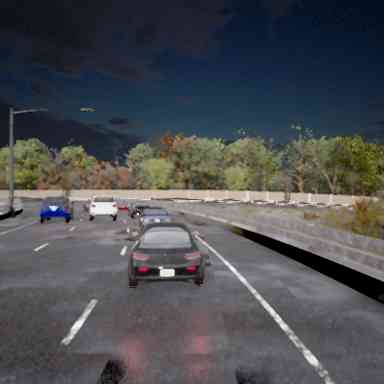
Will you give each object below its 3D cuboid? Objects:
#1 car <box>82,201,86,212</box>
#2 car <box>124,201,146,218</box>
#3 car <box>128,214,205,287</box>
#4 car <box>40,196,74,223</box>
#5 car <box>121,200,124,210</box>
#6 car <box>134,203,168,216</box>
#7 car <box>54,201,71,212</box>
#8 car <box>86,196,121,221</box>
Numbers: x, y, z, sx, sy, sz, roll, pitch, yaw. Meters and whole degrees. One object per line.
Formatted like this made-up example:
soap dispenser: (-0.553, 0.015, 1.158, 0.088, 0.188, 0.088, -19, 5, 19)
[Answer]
car: (-13.208, 1.769, 43.526, 2.033, 1.411, 5.357, 0, 0, -24)
car: (-5.110, 1.665, 31.868, 1.837, 1.490, 4.892, 0, 0, -16)
car: (-0.733, 1.572, 9.415, 1.812, 1.442, 4.674, 0, 0, -5)
car: (-10.965, 1.364, 27.213, 2.150, 2.045, 5.566, 0, 0, -16)
car: (-9.388, 1.782, 43.447, 1.994, 1.385, 4.181, 0, 0, -23)
car: (-2.402, 1.651, 20.839, 2.033, 1.411, 5.357, 0, 0, -11)
car: (-16.692, 1.822, 42.716, 1.895, 1.301, 4.718, 0, 0, -24)
car: (-7.788, 1.358, 28.902, 2.150, 2.045, 5.566, 0, -2, -18)
